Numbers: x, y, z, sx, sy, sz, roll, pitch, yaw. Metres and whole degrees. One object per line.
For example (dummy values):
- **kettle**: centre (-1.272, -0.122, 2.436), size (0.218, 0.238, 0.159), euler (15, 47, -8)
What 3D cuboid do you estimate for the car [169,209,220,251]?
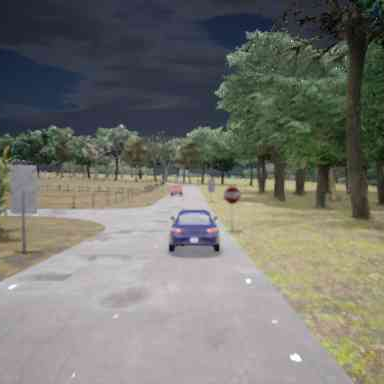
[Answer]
- **car**: centre (0.083, 1.395, 13.254), size (1.812, 1.442, 4.674), euler (0, 1, 0)

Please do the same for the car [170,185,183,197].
- **car**: centre (-2.753, -0.282, 59.582), size (2.150, 2.045, 5.566), euler (0, 2, 0)
